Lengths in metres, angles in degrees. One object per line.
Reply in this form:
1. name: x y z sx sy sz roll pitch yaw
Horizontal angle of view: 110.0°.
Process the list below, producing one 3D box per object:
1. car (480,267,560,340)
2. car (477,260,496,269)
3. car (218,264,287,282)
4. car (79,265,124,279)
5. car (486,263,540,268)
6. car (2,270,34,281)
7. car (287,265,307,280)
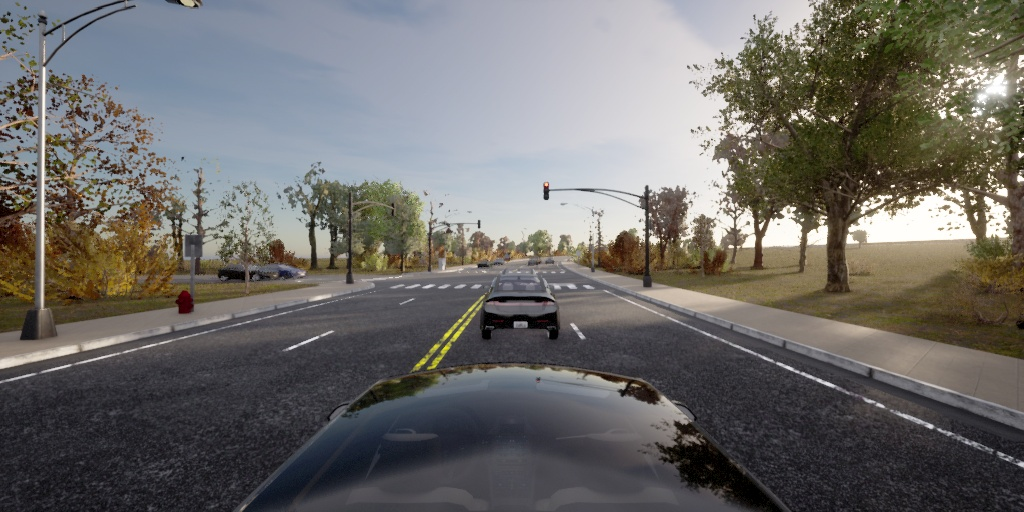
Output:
1. car: 0.199 1.242 10.011 2.128 1.511 4.902 0 0 0
2. car: -4.087 1.292 54.390 1.895 1.301 4.718 0 0 5
3. car: -22.292 1.391 30.450 5.008 1.535 1.882 -1 -1 10
4. car: -43.007 1.638 37.465 5.008 1.535 1.882 -1 -1 10
5. car: 0.291 1.240 15.339 2.128 1.511 4.902 0 0 2
6. car: -49.175 1.735 35.297 5.357 1.411 2.033 -1 -1 11
7. car: -21.704 1.466 33.645 4.674 1.442 1.812 -1 -1 10
